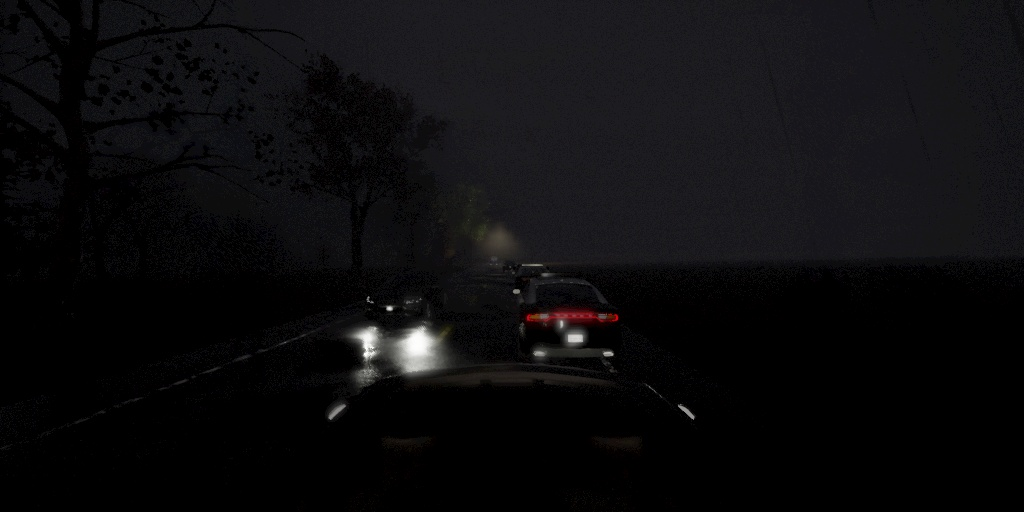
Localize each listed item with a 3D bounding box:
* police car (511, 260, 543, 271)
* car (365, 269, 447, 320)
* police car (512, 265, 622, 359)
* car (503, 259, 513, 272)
[{"bbox_3d":[1.037,1.181,18.592,1.930,1.638,5.238,0,0,0],"label":"police car"},{"bbox_3d":[-3.505,1.257,12.678,1.837,1.490,4.892,0,0,0],"label":"car"},{"bbox_3d":[1.059,1.176,8.582,1.930,1.638,5.238,0,0,0],"label":"police car"},{"bbox_3d":[-0.237,1.345,47.185,1.994,1.385,4.181,0,0,0],"label":"car"}]
